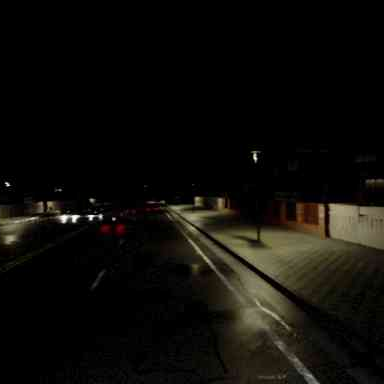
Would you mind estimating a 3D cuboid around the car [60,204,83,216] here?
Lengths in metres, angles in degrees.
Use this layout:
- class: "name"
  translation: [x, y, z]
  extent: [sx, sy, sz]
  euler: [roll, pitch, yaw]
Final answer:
- class: "car"
  translation: [-14.885, 2.162, 41.356]
  extent: [1.994, 1.385, 4.181]
  euler: [-2, 0, -7]

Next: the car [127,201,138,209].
- class: "car"
  translation: [-9.644, 2.078, 53.129]
  extent: [1.895, 1.301, 4.718]
  euler: [-2, 0, -7]

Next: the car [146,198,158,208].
- class: "car"
  translation: [-6.786, 1.891, 56.396]
  extent: [2.128, 1.511, 4.902]
  euler: [-2, 0, -7]

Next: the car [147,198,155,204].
- class: "car"
  translation: [-9.855, 2.124, 79.916]
  extent: [1.812, 1.442, 4.674]
  euler: [-2, 0, -7]

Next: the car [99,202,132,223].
- class: "car"
  translation: [-6.598, 1.889, 29.024]
  extent: [1.895, 1.301, 4.718]
  euler: [-2, 0, -7]

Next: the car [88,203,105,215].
- class: "car"
  translation: [-11.646, 2.043, 41.618]
  extent: [2.033, 1.411, 5.357]
  euler: [-2, 0, -7]
